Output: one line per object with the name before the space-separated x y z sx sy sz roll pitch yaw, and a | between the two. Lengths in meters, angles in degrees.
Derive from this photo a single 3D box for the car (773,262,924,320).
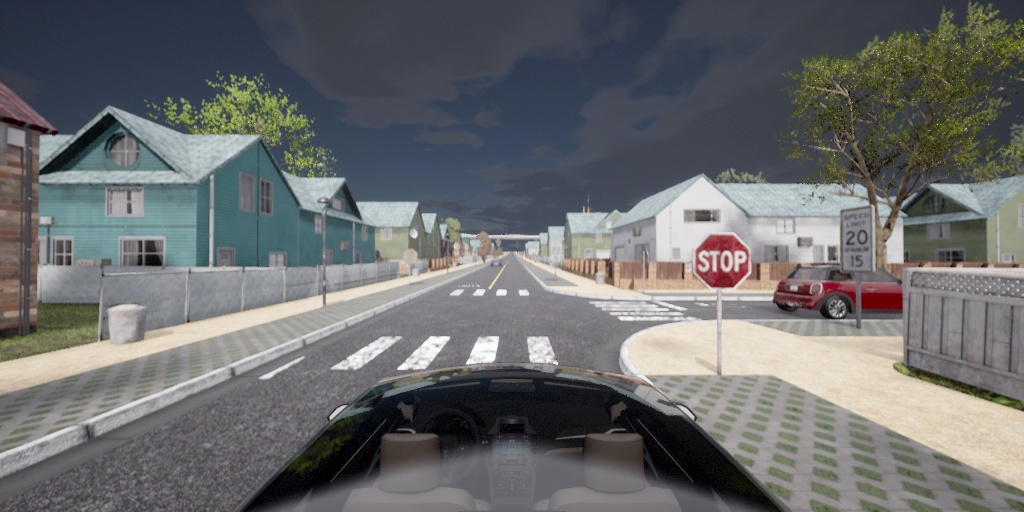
car | 11.509 1.098 11.968 4.553 1.767 2.097 0 -1 -1

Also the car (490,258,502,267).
car | -2.625 1.050 61.243 1.812 1.442 4.674 0 0 0
